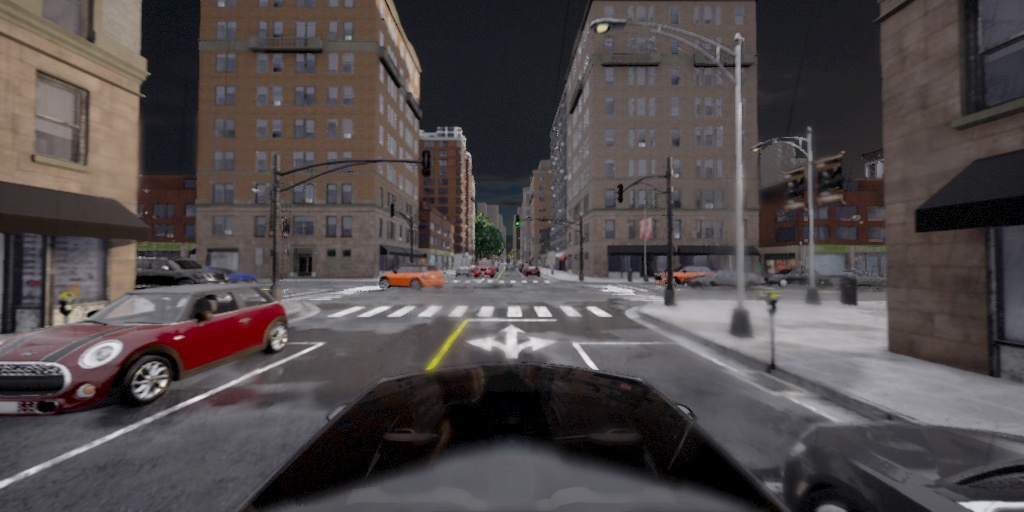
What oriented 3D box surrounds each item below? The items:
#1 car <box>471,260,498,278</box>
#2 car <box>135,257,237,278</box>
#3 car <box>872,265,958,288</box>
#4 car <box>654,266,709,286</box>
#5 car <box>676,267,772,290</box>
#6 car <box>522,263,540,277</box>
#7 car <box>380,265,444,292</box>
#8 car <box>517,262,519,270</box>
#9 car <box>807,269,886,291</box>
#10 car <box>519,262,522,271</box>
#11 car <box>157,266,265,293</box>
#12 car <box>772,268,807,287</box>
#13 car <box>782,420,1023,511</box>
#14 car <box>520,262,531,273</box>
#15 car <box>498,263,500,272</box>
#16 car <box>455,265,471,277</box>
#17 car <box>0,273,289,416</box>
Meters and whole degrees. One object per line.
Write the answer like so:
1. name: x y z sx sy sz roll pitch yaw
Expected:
1. car: -3.204 1.517 42.409 2.150 2.045 5.566 0 -1 0
2. car: -18.059 1.080 18.901 5.566 2.045 2.150 0 -1 -1
3. car: 32.626 1.643 29.130 4.553 1.767 2.097 0 -1 0
4. car: 13.971 1.558 29.048 4.553 1.767 2.097 0 -1 0
5. car: 15.141 1.691 25.786 5.357 1.411 2.033 0 -1 0
6. car: 2.542 1.872 44.569 1.888 1.381 4.507 0 0 -1
7. car: -6.835 1.368 24.202 4.553 1.767 2.097 -1 -1 33
8. car: 2.388 1.886 61.087 2.192 1.841 5.009 0 0 -1
9. car: 24.364 1.749 25.830 4.181 1.385 1.994 0 -1 0
10. car: 2.438 2.013 55.751 1.751 1.417 4.829 0 0 -1
11. car: -18.453 1.402 22.152 5.008 1.535 1.882 0 -1 0
12. car: 22.793 1.751 29.080 4.892 1.490 1.837 0 -1 0
13. car: 2.670 1.287 0.648 2.007 1.370 4.403 0 0 0
14. car: 2.491 1.972 50.075 1.948 1.339 4.313 0 0 -1
15. car: -3.274 1.993 52.732 2.033 1.411 5.357 0 -1 0
16. car: -5.983 1.876 44.494 2.007 1.370 4.403 0 0 -1
17. car: -5.856 1.247 6.136 1.967 1.591 4.097 0 0 0
